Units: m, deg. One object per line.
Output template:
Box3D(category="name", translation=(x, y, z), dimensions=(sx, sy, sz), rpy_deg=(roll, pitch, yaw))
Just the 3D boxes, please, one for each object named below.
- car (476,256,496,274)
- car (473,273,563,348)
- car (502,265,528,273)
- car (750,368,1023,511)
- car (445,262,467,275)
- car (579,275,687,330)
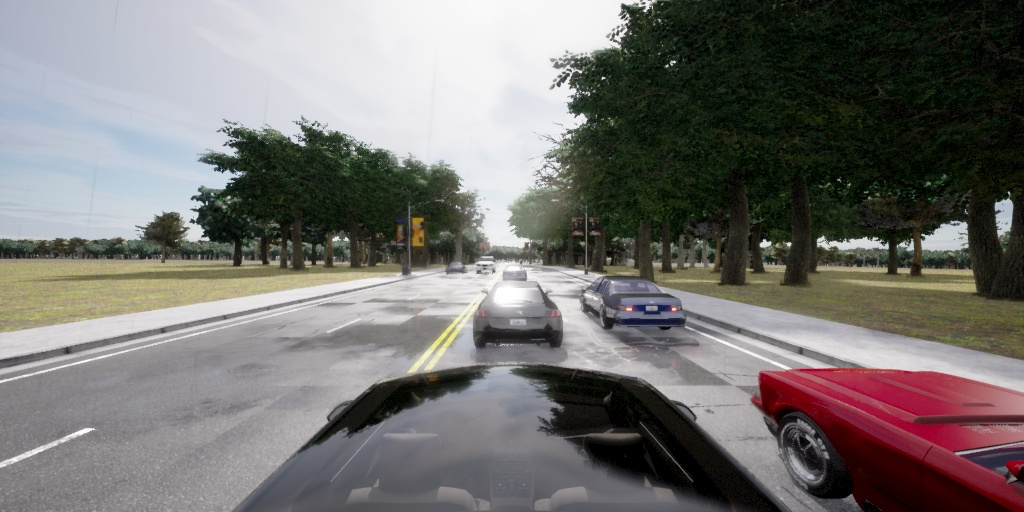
Box3D(category="car", translation=(-3.156, 1.072, 44.174), dimensions=(2.150, 2.045, 5.566), rpy_deg=(0, 0, 0))
Box3D(category="car", translation=(0.133, 1.319, 9.286), dimensions=(1.994, 1.385, 4.181), rpy_deg=(0, 0, 0))
Box3D(category="car", translation=(0.210, 1.349, 27.094), dimensions=(2.033, 1.411, 5.357), rpy_deg=(0, 0, 1))
Box3D(category="car", translation=(3.349, 1.351, 1.506), dimensions=(1.895, 1.301, 4.718), rpy_deg=(0, 0, 0))
Box3D(category="car", translation=(-6.413, 1.407, 41.516), dimensions=(1.994, 1.385, 4.181), rpy_deg=(0, 0, 0))
Box3D(category="car", translation=(3.386, 1.307, 11.123), dimensions=(2.033, 1.411, 5.357), rpy_deg=(0, 0, 1))
